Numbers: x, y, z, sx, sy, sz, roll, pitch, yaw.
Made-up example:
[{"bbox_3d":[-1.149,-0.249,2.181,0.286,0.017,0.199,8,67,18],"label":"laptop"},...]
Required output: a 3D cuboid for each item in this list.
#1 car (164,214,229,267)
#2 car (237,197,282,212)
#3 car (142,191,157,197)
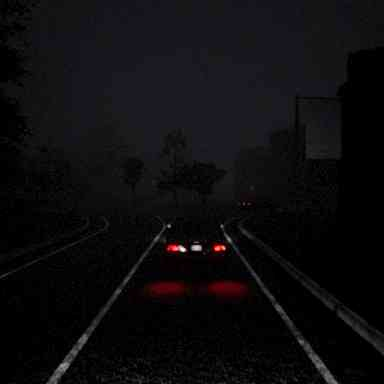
[{"bbox_3d":[0.118,1.446,10.950,2.033,1.411,5.357,0,1,0],"label":"car"},{"bbox_3d":[6.783,1.171,33.045,5.357,1.411,2.033,0,0,-43],"label":"car"},{"bbox_3d":[-12.024,0.770,92.819,4.553,1.767,2.185,0,-1,-2],"label":"car"}]
